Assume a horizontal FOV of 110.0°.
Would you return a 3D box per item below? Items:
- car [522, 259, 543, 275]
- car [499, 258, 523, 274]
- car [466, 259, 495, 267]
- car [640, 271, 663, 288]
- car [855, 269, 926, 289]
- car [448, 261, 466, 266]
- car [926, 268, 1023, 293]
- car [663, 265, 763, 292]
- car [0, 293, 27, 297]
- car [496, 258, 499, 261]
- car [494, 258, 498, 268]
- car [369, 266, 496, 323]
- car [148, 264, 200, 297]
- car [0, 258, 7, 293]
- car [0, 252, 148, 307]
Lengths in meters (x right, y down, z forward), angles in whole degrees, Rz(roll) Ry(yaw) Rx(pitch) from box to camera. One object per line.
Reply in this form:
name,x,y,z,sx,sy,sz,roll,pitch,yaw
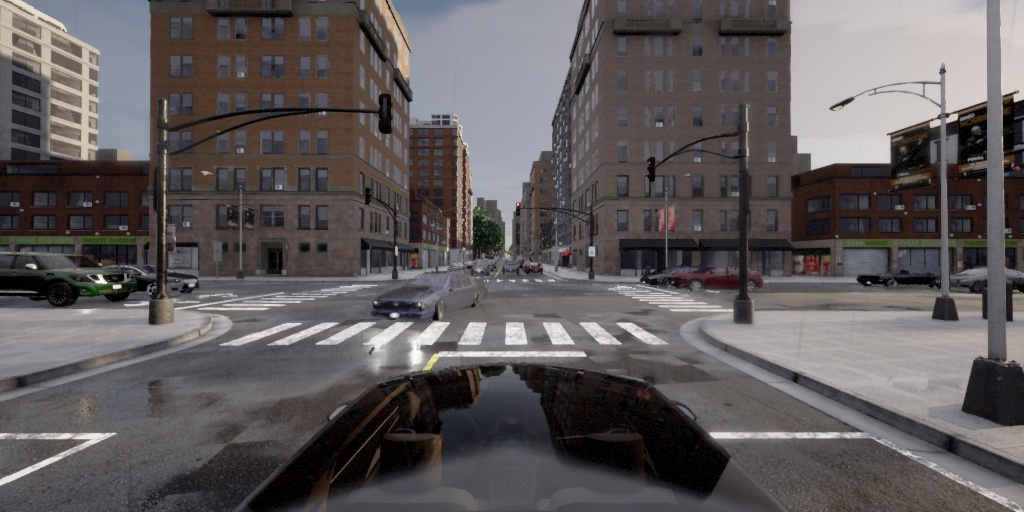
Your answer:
car,2.475,1.324,39.985,1.888,1.381,4.507,0,0,-1
car,-0.137,1.273,40.637,2.128,1.511,4.902,0,0,0
car,-3.255,1.267,37.638,2.128,1.511,4.902,0,0,0
car,11.641,1.394,24.440,5.357,1.411,2.033,0,0,0
car,26.629,1.514,24.550,4.718,1.301,1.895,0,0,0
car,-6.051,1.329,39.895,2.007,1.370,4.403,0,0,-1
car,28.106,1.420,21.304,4.674,1.442,1.812,0,0,0
car,12.000,1.300,21.193,5.008,1.535,1.882,0,0,0
car,-5.856,1.190,1.534,1.967,1.591,4.097,0,0,0
car,-3.467,1.320,57.822,1.837,1.490,4.892,0,0,0
car,-3.360,1.339,47.443,2.033,1.411,5.357,0,0,-1
car,-2.498,1.247,12.416,2.033,1.411,5.357,0,0,16
car,-18.119,1.156,17.514,4.902,1.511,2.128,0,0,-1
car,-28.377,0.977,17.445,4.553,1.767,2.097,0,0,-1
car,-18.469,0.858,14.268,5.566,2.045,2.150,0,0,0
